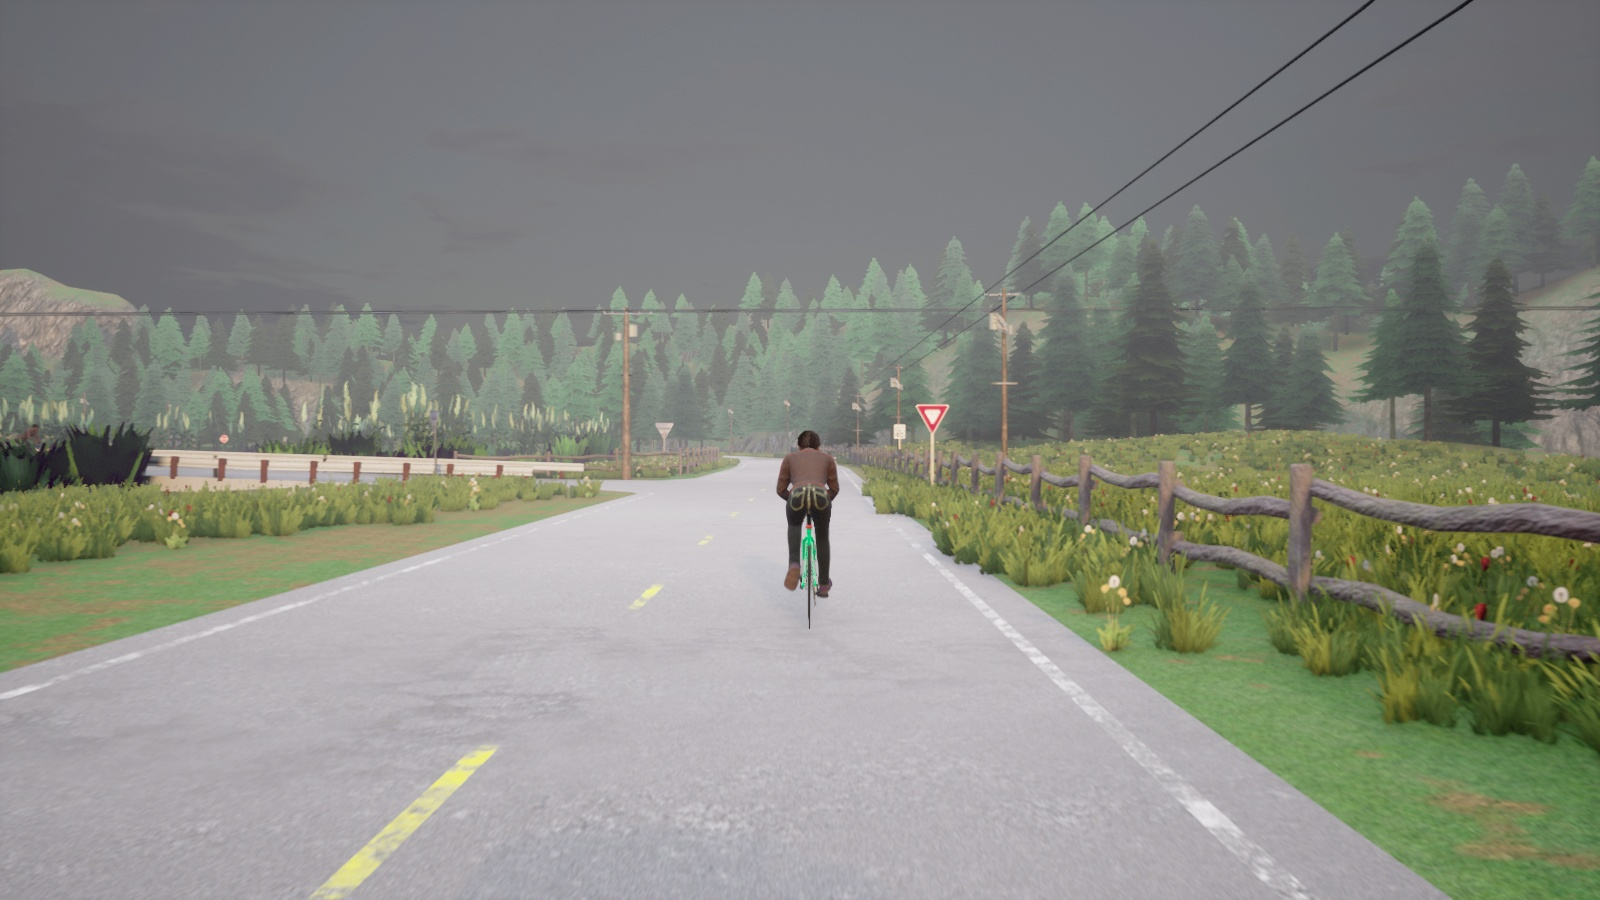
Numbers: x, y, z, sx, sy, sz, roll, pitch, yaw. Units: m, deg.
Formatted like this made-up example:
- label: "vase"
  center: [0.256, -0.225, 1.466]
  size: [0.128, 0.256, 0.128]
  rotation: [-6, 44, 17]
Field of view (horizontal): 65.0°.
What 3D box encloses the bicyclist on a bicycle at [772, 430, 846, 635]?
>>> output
- label: "bicyclist on a bicycle"
  center: [0.076, 0.656, 10.767]
  size: [0.582, 1.620, 1.656]
  rotation: [0, 0, 0]
